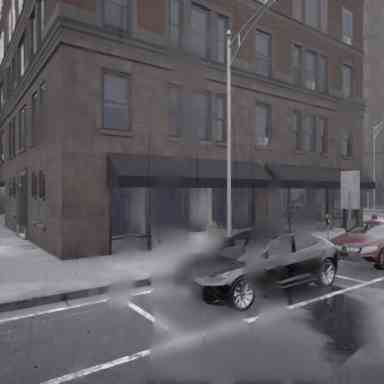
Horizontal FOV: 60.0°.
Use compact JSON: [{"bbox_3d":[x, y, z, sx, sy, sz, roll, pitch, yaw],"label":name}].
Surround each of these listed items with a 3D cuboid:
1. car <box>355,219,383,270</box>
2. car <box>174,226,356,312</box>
[{"bbox_3d":[6.122,1.580,10.905,4.206,1.307,1.802,0,0,-36],"label":"car"},{"bbox_3d":[1.644,1.565,7.709,4.313,1.339,1.947,0,0,-36],"label":"car"}]
